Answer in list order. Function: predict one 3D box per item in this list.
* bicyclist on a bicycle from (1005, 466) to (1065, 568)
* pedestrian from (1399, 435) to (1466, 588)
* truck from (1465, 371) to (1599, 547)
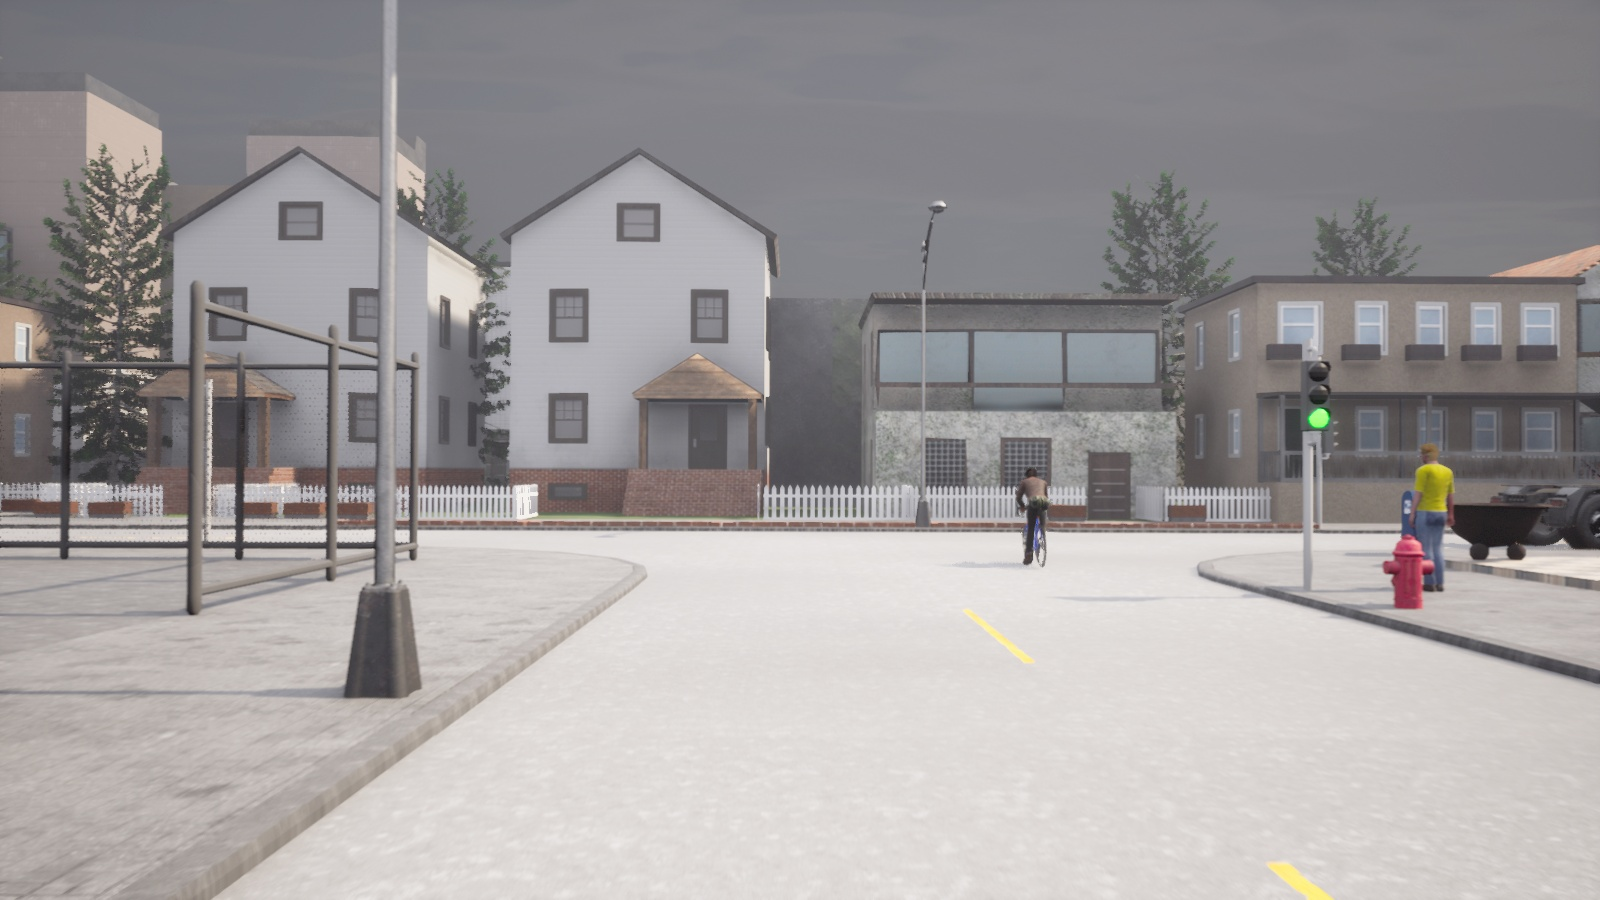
[{"bbox_3d":[3.901,1.090,20.946,0.582,1.620,1.656,-1,-1,-3],"label":"bicyclist on a bicycle"},{"bbox_3d":[7.784,0.740,15.481,0.354,1.836,0.706,0,-1,-12],"label":"pedestrian"},{"bbox_3d":[18.582,0.181,26.118,7.936,3.462,2.891,0,-1,0],"label":"truck"}]
